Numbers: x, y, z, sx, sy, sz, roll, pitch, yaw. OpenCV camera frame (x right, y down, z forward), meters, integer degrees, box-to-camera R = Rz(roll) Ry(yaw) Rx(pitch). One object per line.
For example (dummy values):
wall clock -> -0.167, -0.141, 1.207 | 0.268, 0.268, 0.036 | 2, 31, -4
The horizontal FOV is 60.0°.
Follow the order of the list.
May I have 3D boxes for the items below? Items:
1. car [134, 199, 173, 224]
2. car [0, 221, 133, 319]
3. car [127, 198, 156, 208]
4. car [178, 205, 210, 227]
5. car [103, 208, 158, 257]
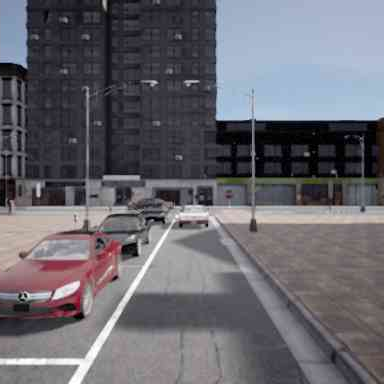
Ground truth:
car -> -2.604, 1.453, 23.593 | 1.947, 1.339, 4.313 | 0, 0, 0
car -> -2.628, 1.547, 7.237 | 1.802, 1.307, 4.206 | 0, 0, 0
car -> -4.558, 1.382, 35.763 | 5.357, 1.411, 2.033 | 0, 0, 35
car -> 0.122, 1.498, 21.649 | 1.895, 1.301, 4.718 | 0, 0, 0
car -> -2.620, 1.505, 12.689 | 1.947, 1.339, 4.313 | 0, 0, 0
